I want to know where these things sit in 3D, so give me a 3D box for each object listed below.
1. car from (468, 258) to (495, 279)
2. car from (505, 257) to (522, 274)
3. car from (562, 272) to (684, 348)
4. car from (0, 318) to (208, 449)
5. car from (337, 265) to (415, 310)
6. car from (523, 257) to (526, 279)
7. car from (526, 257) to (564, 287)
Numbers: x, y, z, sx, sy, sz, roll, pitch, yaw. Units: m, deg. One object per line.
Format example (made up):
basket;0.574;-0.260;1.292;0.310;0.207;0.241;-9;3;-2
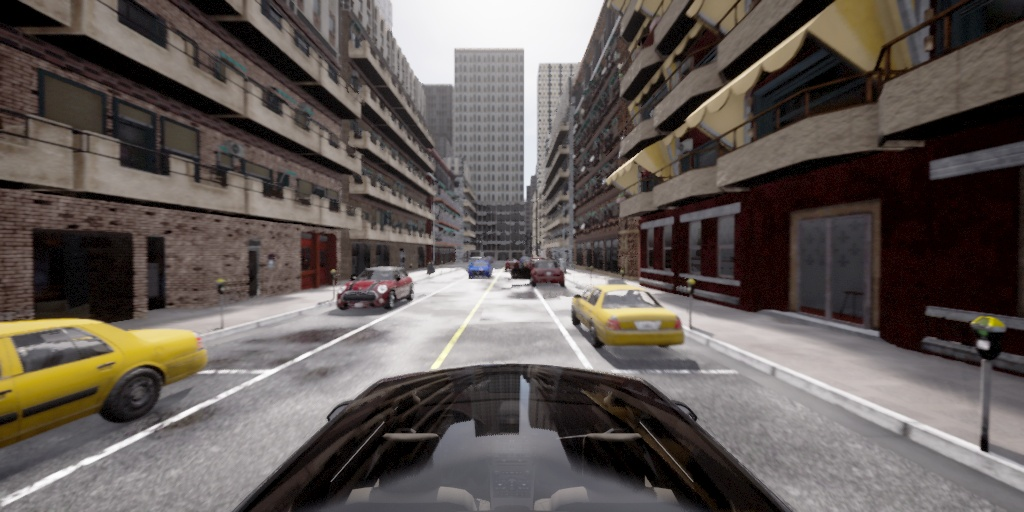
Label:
car;-2.848;1.198;32.602;1.882;1.535;5.008;0;0;0
car;0.038;1.182;48.513;1.882;1.535;5.008;0;0;1
car;2.563;1.269;9.069;1.751;1.417;4.829;0;0;0
car;-5.317;1.274;3.159;1.751;1.417;4.829;0;0;0
car;-5.318;1.178;14.427;1.967;1.591;4.097;0;0;0
car;2.560;1.032;36.644;2.192;1.841;5.009;0;0;0
car;2.260;1.082;24.209;2.097;1.767;4.553;0;0;0
